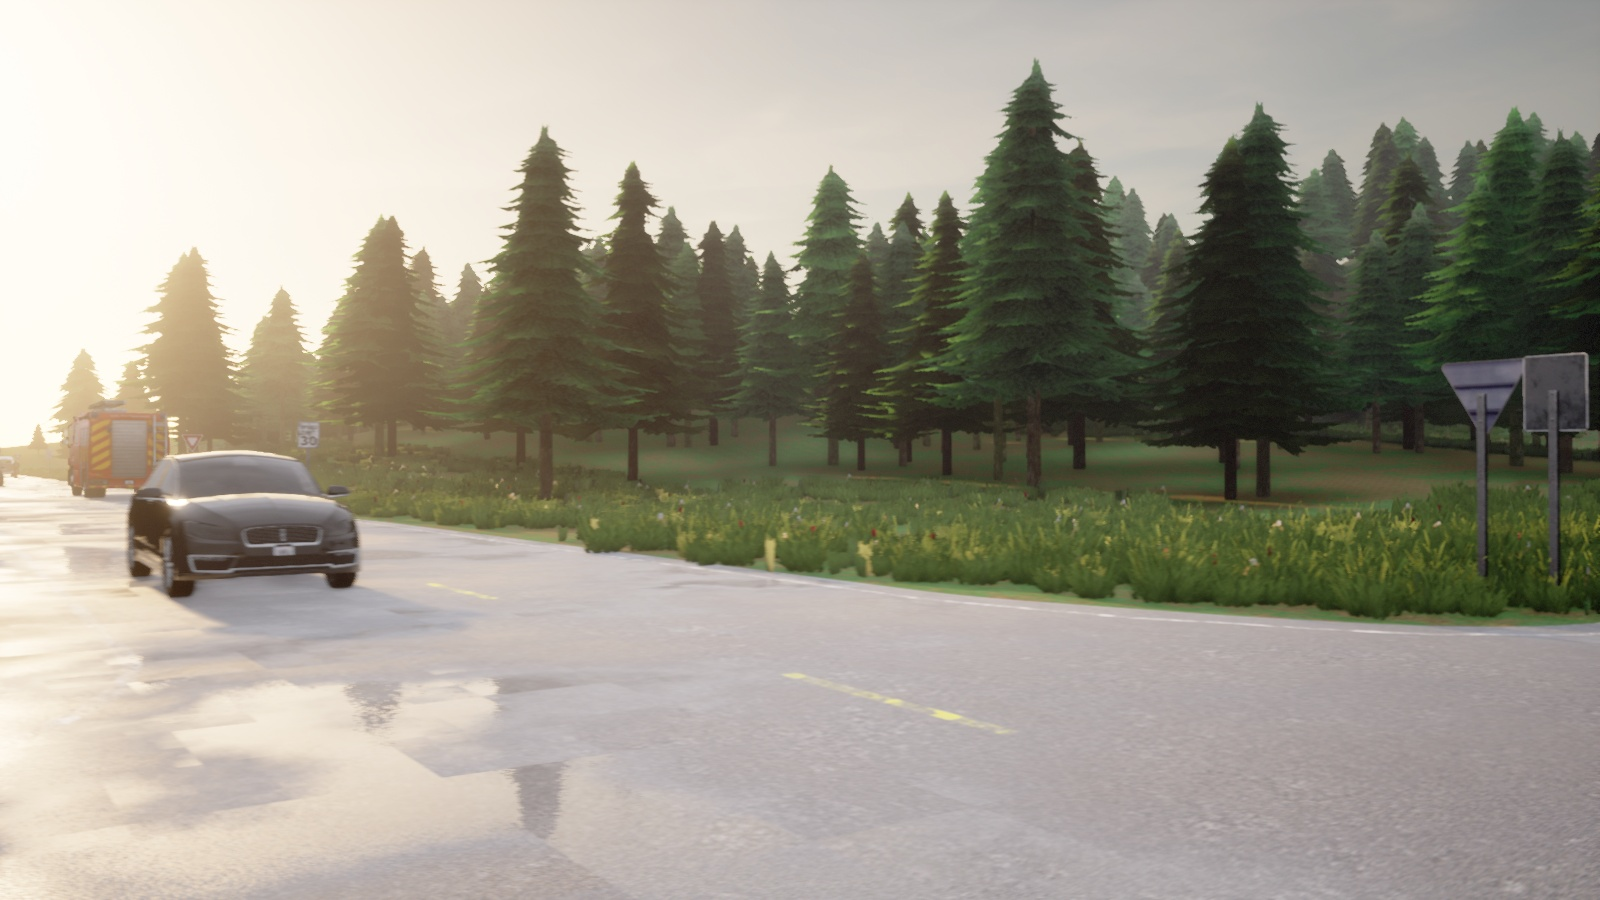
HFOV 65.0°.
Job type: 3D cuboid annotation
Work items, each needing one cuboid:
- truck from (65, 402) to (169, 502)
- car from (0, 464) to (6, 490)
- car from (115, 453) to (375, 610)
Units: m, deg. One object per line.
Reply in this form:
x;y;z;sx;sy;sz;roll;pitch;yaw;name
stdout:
-28.548;0.122;52.302;2.891;3.827;8.468;0;-1;-35;truck
-48.889;1.606;75.465;1.789;1.549;3.705;0;-1;-35;car
-6.547;0.804;14.469;1.837;1.490;4.892;0;-1;-35;car
